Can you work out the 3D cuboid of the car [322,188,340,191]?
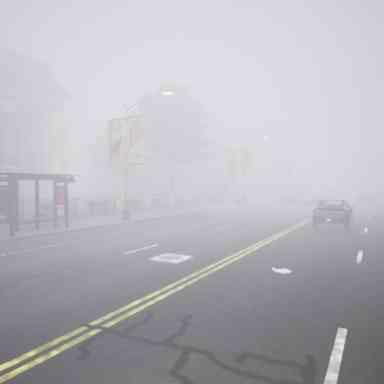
[{"bbox_3d":[24.446,0.284,58.526,5.566,2.045,2.150,-1,1,-45],"label":"car"}]

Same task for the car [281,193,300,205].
[{"bbox_3d":[12.684,0.872,42.030,1.812,1.442,4.674,0,1,30],"label":"car"}]

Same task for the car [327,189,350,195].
[{"bbox_3d":[23.189,0.655,51.918,2.128,1.511,4.902,0,1,39],"label":"car"}]

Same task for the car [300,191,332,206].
[{"bbox_3d":[13.890,0.959,37.117,2.033,1.411,5.357,0,1,29],"label":"car"}]

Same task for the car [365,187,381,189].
[{"bbox_3d":[36.239,0.109,67.415,5.566,2.045,2.150,-1,1,-31],"label":"car"}]

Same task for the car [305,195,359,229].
[{"bbox_3d":[8.176,1.183,19.141,2.128,1.511,4.902,0,1,29],"label":"car"}]

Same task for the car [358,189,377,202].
[{"bbox_3d":[25.219,0.728,48.551,1.812,1.442,4.674,0,1,37],"label":"car"}]

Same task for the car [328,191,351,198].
[{"bbox_3d":[29.760,0.513,67.144,4.718,1.301,1.895,-1,1,-31],"label":"car"}]

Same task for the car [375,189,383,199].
[{"bbox_3d":[34.775,0.560,62.469,4.718,1.301,1.895,-1,1,-34],"label":"car"}]

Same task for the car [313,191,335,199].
[{"bbox_3d":[25.299,0.508,63.546,4.674,1.452,2.002,-1,1,-41],"label":"car"}]
